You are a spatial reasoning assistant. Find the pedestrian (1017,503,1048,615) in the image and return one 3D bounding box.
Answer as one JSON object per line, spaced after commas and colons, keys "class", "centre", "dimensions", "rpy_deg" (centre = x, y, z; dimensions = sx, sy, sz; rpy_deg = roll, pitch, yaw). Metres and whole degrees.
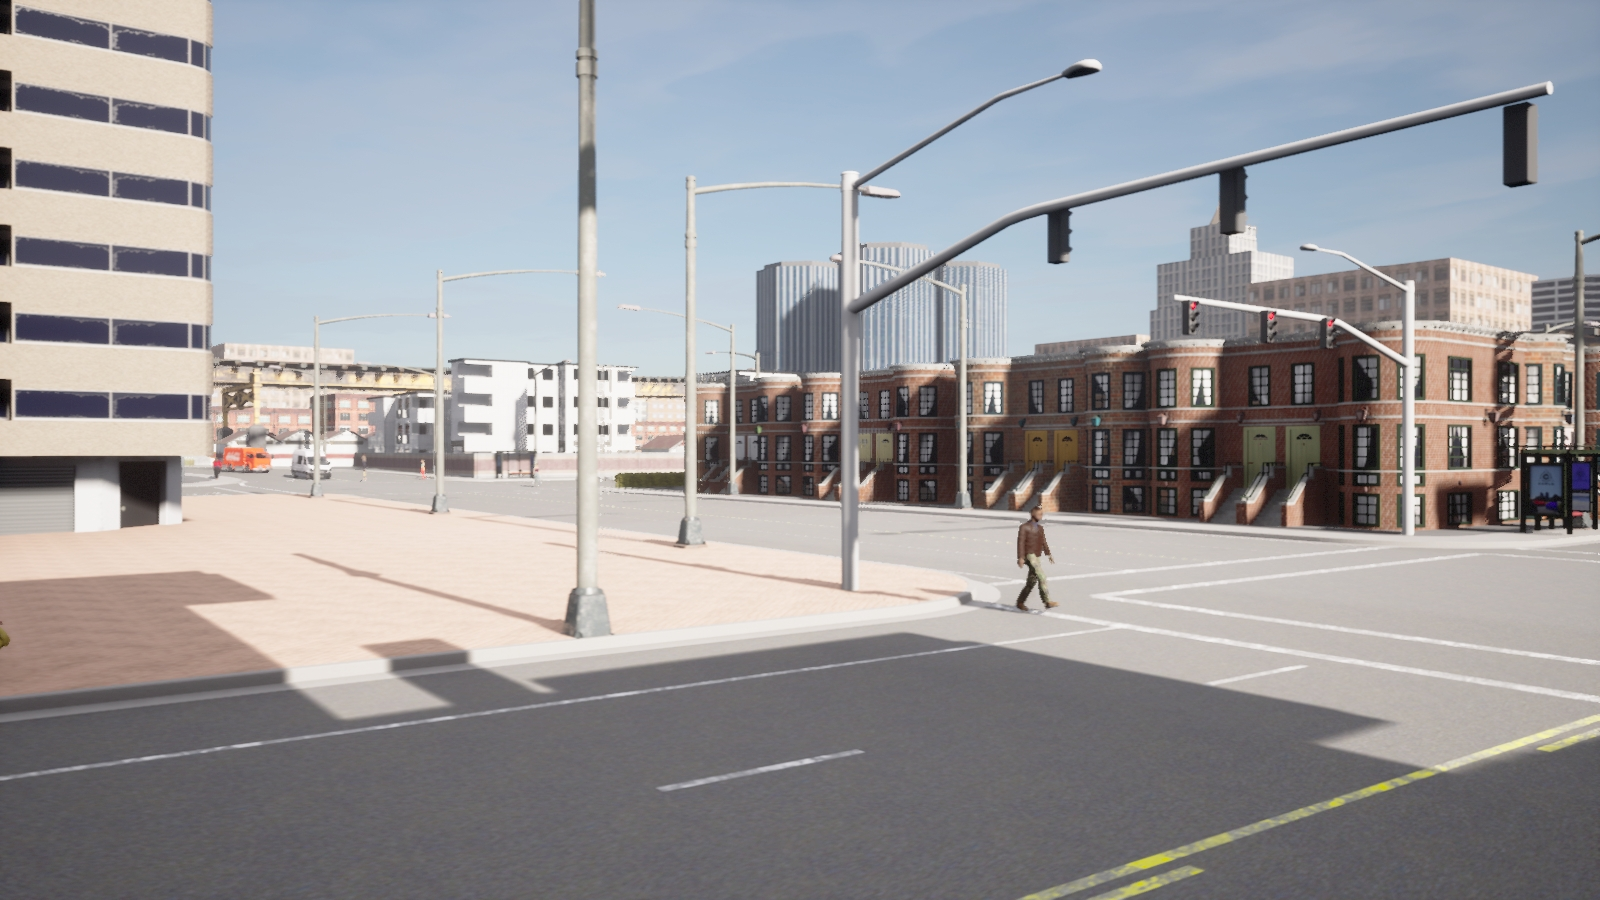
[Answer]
{"class": "pedestrian", "centre": [3.968, 1.847, 19.506], "dimensions": [0.375, 1.860, 0.375], "rpy_deg": [0, 0, -39]}
